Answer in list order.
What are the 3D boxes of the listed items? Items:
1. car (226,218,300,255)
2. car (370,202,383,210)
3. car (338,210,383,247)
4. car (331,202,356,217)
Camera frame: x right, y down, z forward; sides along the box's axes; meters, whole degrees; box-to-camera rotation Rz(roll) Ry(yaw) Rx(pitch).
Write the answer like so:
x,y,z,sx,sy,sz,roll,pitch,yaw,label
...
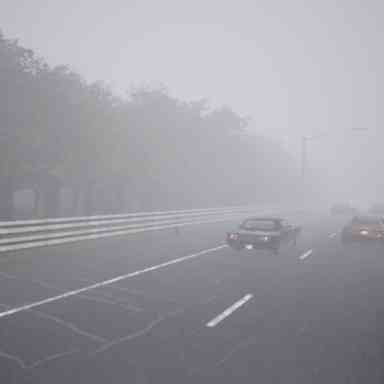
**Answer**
x,y,z,sx,sy,sz,roll,pitch,yaw,label
3.244,1.759,14.212,1.895,1.301,4.718,0,-1,30,car
21.743,1.930,38.209,2.097,1.767,4.553,0,-1,32,car
8.695,1.806,16.510,1.994,1.385,4.181,0,-1,30,car
16.829,1.858,36.896,2.097,1.767,4.553,0,-1,31,car
